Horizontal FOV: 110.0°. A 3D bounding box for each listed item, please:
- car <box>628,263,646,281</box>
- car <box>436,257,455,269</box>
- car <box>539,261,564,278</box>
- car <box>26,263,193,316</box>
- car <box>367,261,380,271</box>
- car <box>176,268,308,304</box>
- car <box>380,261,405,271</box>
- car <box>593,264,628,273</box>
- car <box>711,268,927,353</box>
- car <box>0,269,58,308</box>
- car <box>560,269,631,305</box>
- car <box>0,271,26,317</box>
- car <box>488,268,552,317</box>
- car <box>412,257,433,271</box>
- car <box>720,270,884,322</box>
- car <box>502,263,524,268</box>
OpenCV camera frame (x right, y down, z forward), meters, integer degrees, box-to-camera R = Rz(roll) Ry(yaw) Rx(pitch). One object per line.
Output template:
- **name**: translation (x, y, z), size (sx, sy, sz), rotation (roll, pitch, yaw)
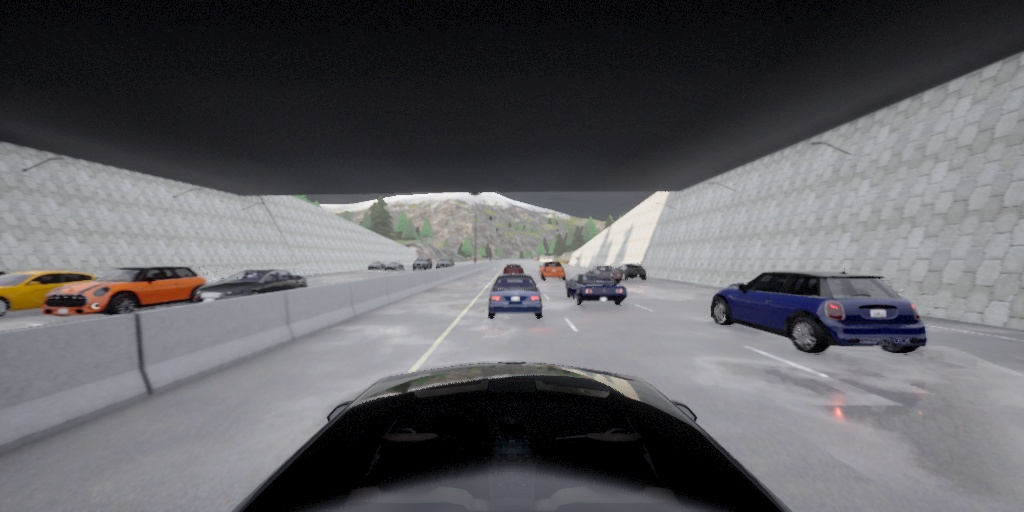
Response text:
- **car**: translation (10.625, 1.412, 32.608), size (1.837, 1.490, 4.892), rotation (0, 0, 0)
- **car**: translation (-10.489, 1.246, 56.858), size (2.150, 2.045, 5.566), rotation (0, 0, 1)
- **car**: translation (3.625, 1.261, 33.100), size (2.097, 1.767, 4.553), rotation (0, 0, 0)
- **car**: translation (-14.095, 1.160, 13.506), size (2.097, 1.767, 4.553), rotation (0, 0, 0)
- **car**: translation (-20.985, 1.527, 56.254), size (1.837, 1.490, 4.892), rotation (0, 0, 1)
- **car**: translation (-10.595, 1.308, 14.995), size (2.128, 1.511, 4.902), rotation (0, 0, 0)
- **car**: translation (-17.511, 1.516, 53.646), size (1.837, 1.490, 4.892), rotation (0, 0, 0)
- **car**: translation (7.120, 1.433, 28.353), size (2.033, 1.411, 5.357), rotation (0, 0, 0)
- **car**: translation (7.097, 1.140, 9.070), size (2.097, 1.767, 4.553), rotation (0, 0, 0)
- **car**: translation (-21.095, 1.312, 13.484), size (1.837, 1.490, 4.892), rotation (0, 0, 0)
- **car**: translation (3.605, 1.425, 16.335), size (1.895, 1.301, 4.718), rotation (0, 0, 0)
- **car**: translation (-17.596, 1.284, 13.173), size (1.882, 1.535, 5.008), rotation (0, 0, 0)
- **car**: translation (0.104, 1.357, 13.391), size (2.033, 1.411, 5.357), rotation (0, 0, 0)
- **car**: translation (-13.988, 1.243, 56.349), size (2.150, 2.045, 5.566), rotation (0, 0, 1)
- **car**: translation (10.604, 1.360, 13.877), size (2.033, 1.411, 5.357), rotation (0, 0, 0)
- **car**: translation (0.126, 1.388, 33.400), size (1.882, 1.535, 5.008), rotation (0, 0, 0)
